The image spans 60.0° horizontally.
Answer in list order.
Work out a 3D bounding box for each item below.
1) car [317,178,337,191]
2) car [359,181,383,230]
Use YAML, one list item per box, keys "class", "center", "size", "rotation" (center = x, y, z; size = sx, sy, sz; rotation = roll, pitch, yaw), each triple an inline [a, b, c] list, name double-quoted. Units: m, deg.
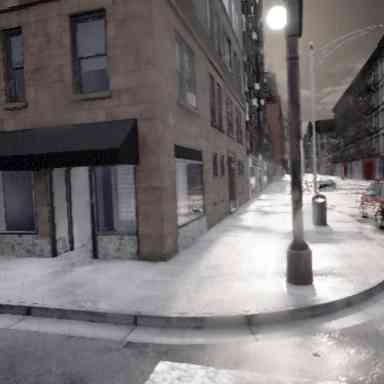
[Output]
- class: "car"
  center: [15.174, -0.887, 37.784]
  size: [1.895, 1.301, 4.718]
  rotation: [-2, 3, 16]
- class: "car"
  center: [8.059, 0.358, 13.006]
  size: [2.097, 1.767, 4.553]
  rotation: [-2, 3, 16]
